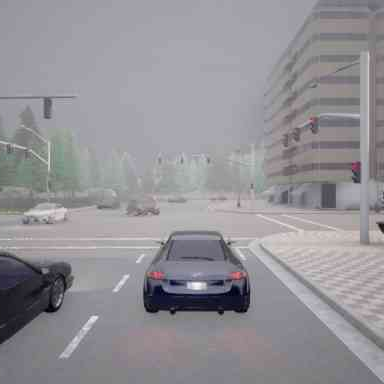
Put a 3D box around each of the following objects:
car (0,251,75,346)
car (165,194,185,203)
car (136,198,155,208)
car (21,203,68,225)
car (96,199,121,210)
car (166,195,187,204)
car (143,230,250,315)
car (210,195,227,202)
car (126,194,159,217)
[{"bbox_3d":[-3.427,1.547,4.622,2.033,1.411,5.357,0,0,0],"label":"car"},{"bbox_3d":[-3.568,1.355,71.166,2.097,1.767,4.553,0,0,31],"label":"car"},{"bbox_3d":[-6.758,1.600,48.646,1.895,1.301,4.718,0,0,4],"label":"car"},{"bbox_3d":[-10.571,1.548,24.312,1.812,1.442,4.674,0,0,0],"label":"car"},{"bbox_3d":[-10.471,1.547,42.269,2.033,1.411,5.357,0,0,2],"label":"car"},{"bbox_3d":[-2.836,1.547,65.069,2.033,1.411,5.357,0,0,26],"label":"car"},{"bbox_3d":[0.092,1.564,7.656,1.994,1.385,4.181,0,0,0],"label":"car"},{"bbox_3d":[6.170,1.466,77.405,5.008,1.535,1.882,0,0,-45],"label":"car"},{"bbox_3d":[-4.745,1.383,31.647,2.097,1.767,4.553,0,0,-26],"label":"car"}]
